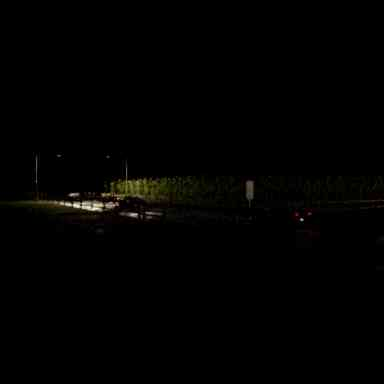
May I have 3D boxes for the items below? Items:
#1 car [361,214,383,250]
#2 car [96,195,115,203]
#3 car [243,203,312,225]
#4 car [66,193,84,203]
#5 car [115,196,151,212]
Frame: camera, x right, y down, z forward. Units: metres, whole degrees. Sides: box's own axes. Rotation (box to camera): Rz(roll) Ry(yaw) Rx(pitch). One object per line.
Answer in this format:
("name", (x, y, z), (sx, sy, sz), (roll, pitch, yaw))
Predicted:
("car", (8.584, 1.428, 11.723), (1.837, 1.490, 4.892), (0, 1, -33))
("car", (-13.231, 1.057, 51.326), (1.895, 1.301, 4.718), (0, 1, -33))
("car", (5.653, 1.417, 22.716), (1.895, 1.301, 4.718), (0, 1, -35))
("car", (-18.715, 0.898, 53.159), (2.128, 1.511, 4.902), (0, 1, -33))
("car", (-5.779, 1.183, 33.413), (1.812, 1.442, 4.674), (0, 1, -34))
